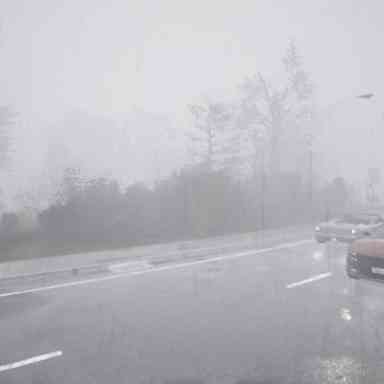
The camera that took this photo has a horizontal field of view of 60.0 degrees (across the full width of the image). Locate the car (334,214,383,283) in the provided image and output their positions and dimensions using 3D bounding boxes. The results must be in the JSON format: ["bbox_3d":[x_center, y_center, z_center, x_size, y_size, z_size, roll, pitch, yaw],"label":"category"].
[{"bbox_3d":[6.026,1.483,9.088,5.008,1.535,1.882,0,0,-41],"label":"car"}]

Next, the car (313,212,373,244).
[{"bbox_3d":[7.313,1.612,14.941,4.718,1.301,1.895,0,0,-44],"label":"car"}]
